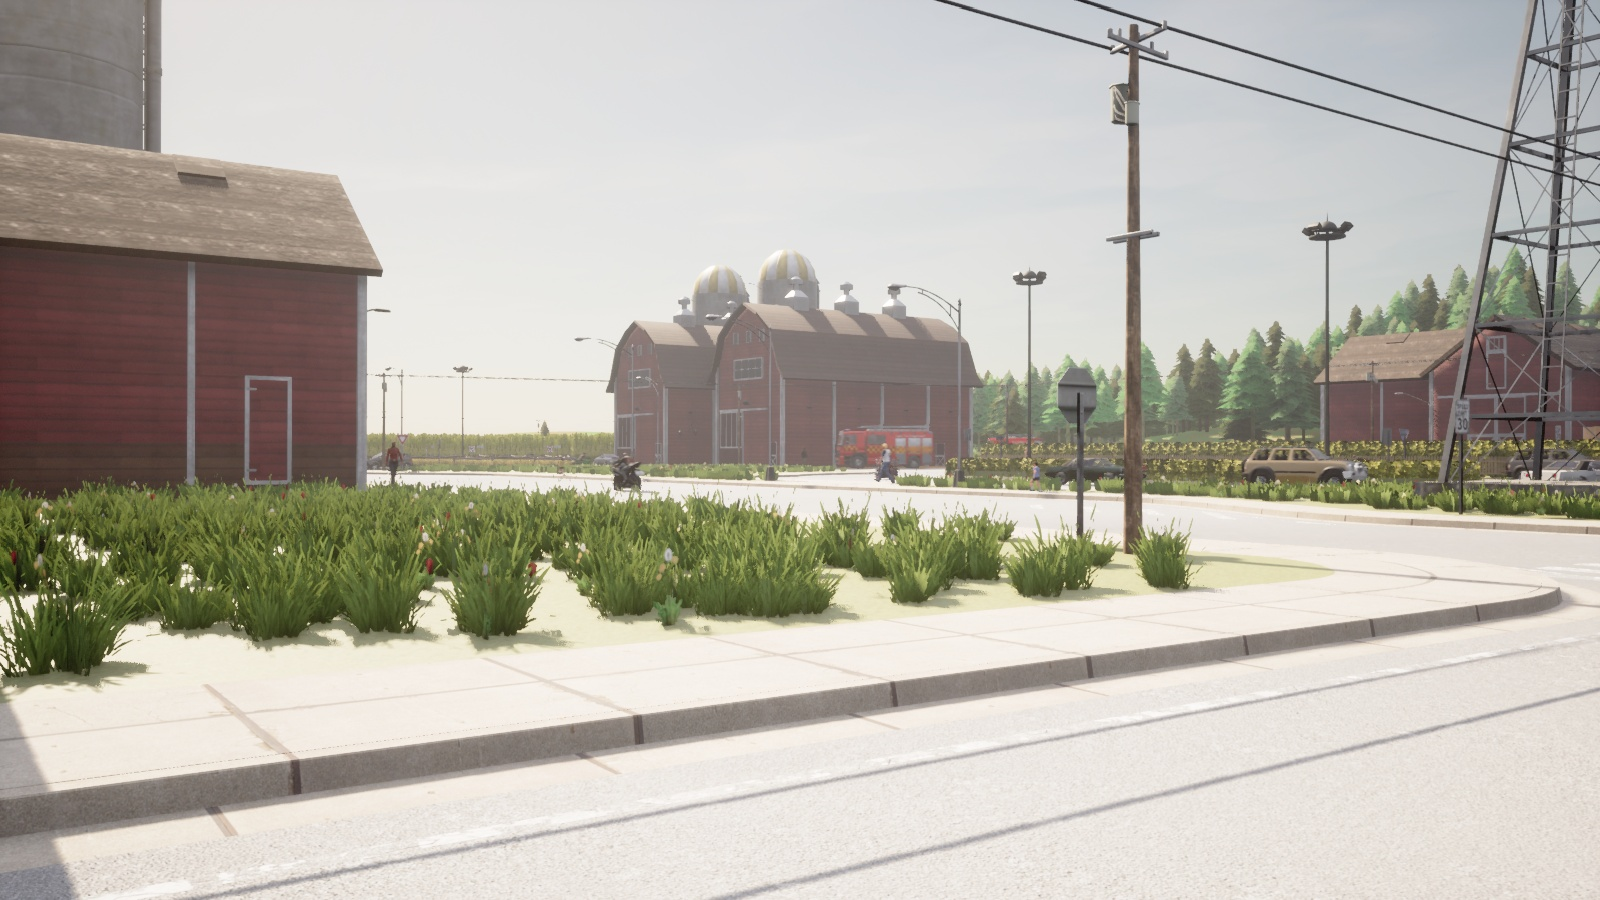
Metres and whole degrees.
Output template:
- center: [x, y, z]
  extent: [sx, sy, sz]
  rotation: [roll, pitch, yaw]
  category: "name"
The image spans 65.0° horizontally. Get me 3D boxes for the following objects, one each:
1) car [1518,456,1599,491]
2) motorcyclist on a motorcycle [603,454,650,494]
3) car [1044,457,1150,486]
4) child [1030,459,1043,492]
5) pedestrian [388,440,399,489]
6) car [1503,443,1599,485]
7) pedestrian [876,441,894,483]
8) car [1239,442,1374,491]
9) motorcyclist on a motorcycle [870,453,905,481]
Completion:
- center: [30.457, 0.899, 48.582]
  extent: [4.718, 1.301, 1.895]
  rotation: [0, 0, -17]
  category: "car"
- center: [-6.704, 0.912, 48.395]
  extent: [0.866, 1.530, 2.191]
  rotation: [0, 0, -36]
  category: "motorcyclist on a motorcycle"
- center: [13.752, 0.959, 58.325]
  extent: [1.895, 1.301, 4.718]
  rotation: [0, 0, -35]
  category: "car"
- center: [8.150, 0.869, 43.282]
  extent: [0.255, 1.110, 0.394]
  rotation: [0, 0, -35]
  category: "child"
- center: [-15.687, 0.552, 48.440]
  extent: [0.331, 1.846, 0.636]
  rotation: [0, 0, -25]
  category: "pedestrian"
- center: [35.246, 0.629, 57.816]
  extent: [1.932, 1.855, 4.605]
  rotation: [0, 0, -35]
  category: "car"
- center: [3.732, 0.537, 54.909]
  extent: [0.706, 1.836, 0.354]
  rotation: [0, 0, 33]
  category: "pedestrian"
- center: [20.228, 0.642, 50.271]
  extent: [4.605, 1.855, 1.932]
  rotation: [0, 0, 42]
  category: "car"
- center: [4.910, 0.942, 70.731]
  extent: [0.866, 1.530, 2.191]
  rotation: [1, 0, -31]
  category: "motorcyclist on a motorcycle"
